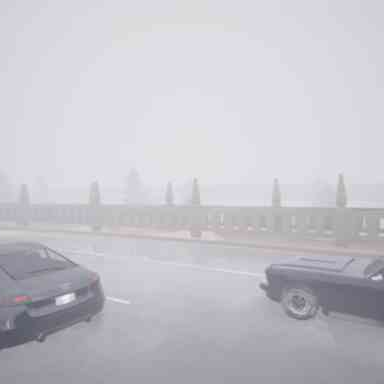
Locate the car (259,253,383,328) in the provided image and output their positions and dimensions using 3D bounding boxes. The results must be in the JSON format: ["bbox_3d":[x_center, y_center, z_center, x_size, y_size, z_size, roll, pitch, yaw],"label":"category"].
[{"bbox_3d":[3.605,1.571,5.575,4.718,1.301,1.895,0,0,35],"label":"car"}]

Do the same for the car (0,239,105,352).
[{"bbox_3d":[-3.595,1.589,6.059,4.181,1.385,1.994,0,0,32],"label":"car"}]
